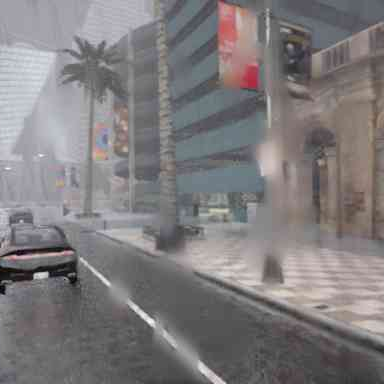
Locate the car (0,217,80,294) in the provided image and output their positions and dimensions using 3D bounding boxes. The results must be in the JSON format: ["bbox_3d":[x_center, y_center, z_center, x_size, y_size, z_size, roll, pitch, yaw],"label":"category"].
[{"bbox_3d":[-4.489,1.686,9.514,2.128,1.511,4.902,0,-1,-28],"label":"car"}]

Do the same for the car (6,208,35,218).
[{"bbox_3d":[-14.556,2.096,28.336,1.837,1.490,4.892,0,-1,-28],"label":"car"}]

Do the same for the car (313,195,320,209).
[{"bbox_3d":[9.279,1.312,28.752,2.435,2.045,5.566,0,-1,-28],"label":"car"}]
